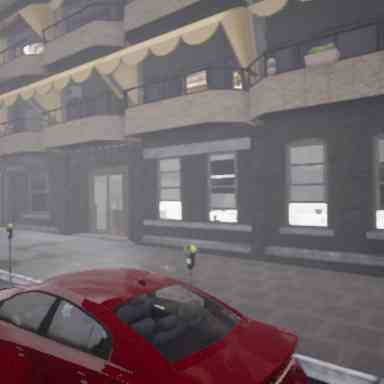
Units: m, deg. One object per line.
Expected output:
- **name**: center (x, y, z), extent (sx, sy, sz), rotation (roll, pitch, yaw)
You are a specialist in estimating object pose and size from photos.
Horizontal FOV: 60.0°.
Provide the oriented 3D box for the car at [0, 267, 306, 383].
- **car**: center (-1.111, 1.540, 3.682), extent (4.507, 1.381, 1.887), rotation (0, -1, 36)
